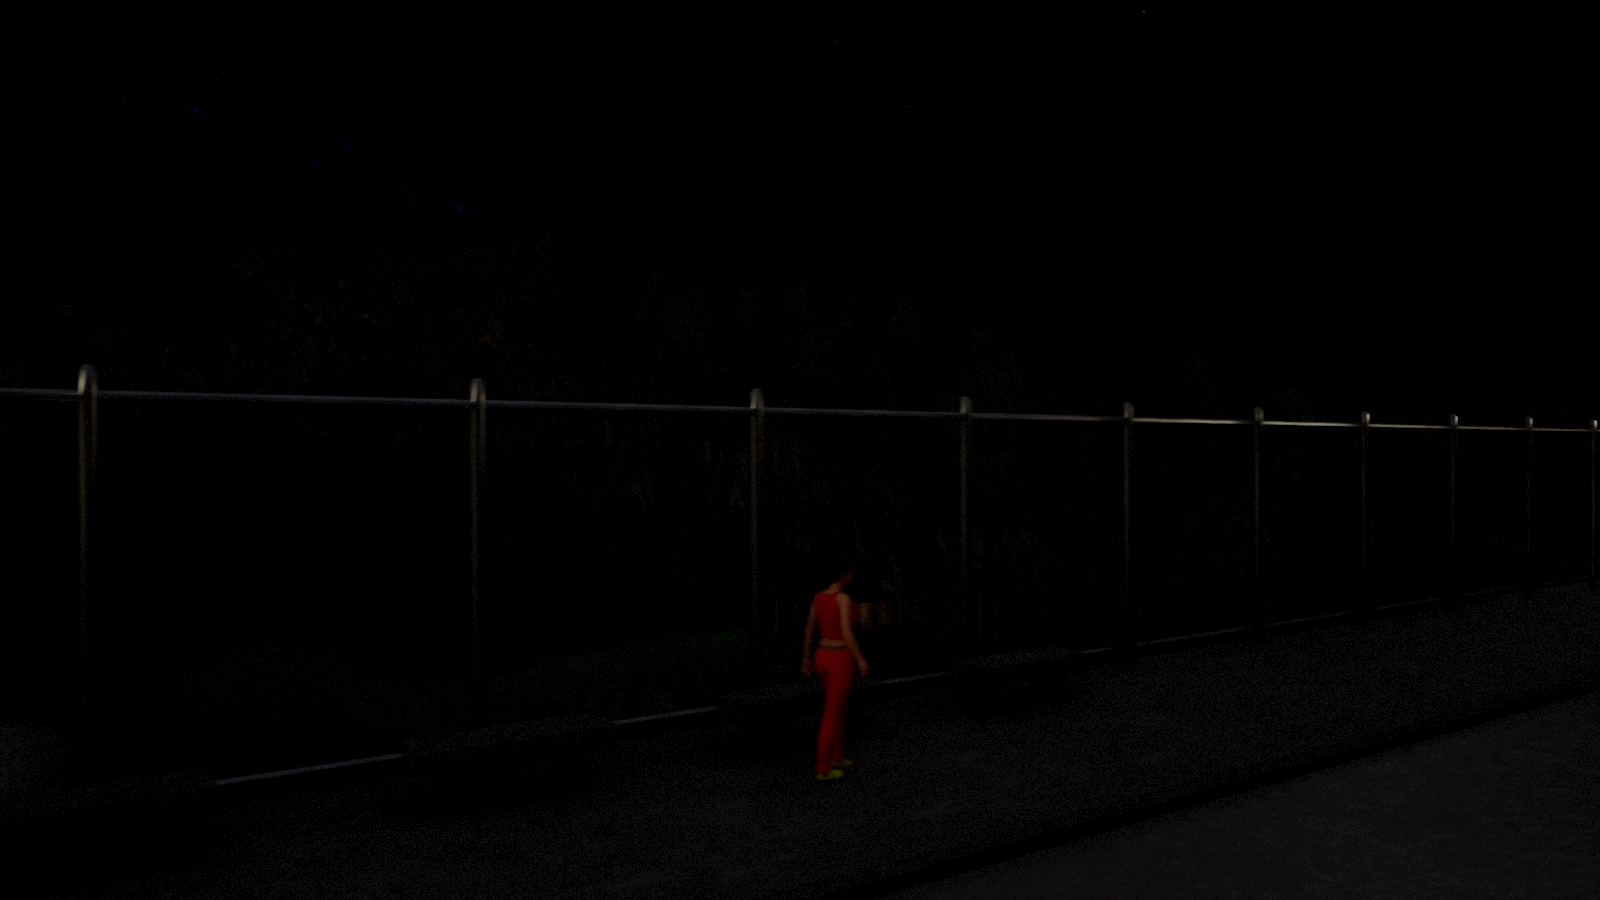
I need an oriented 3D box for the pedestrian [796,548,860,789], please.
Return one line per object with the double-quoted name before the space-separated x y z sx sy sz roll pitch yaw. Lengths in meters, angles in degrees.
"pedestrian" 0.227 1.744 9.277 0.375 1.860 0.375 0 0 -35
